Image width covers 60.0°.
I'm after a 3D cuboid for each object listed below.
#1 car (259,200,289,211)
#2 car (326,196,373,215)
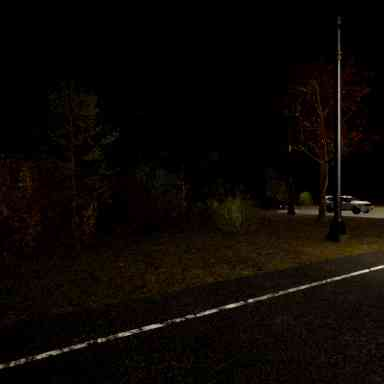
[{"bbox_3d":[12.053,1.896,49.012,1.837,1.490,4.892,-2,1,-31],"label":"car"},{"bbox_3d":[18.055,1.474,38.843,2.150,2.045,5.566,-2,0,-32],"label":"car"}]
